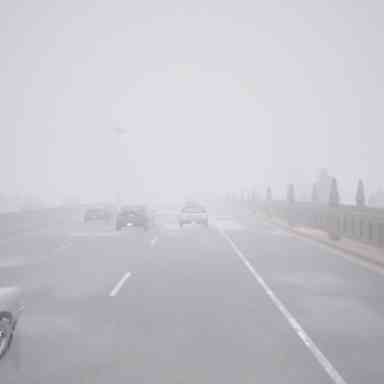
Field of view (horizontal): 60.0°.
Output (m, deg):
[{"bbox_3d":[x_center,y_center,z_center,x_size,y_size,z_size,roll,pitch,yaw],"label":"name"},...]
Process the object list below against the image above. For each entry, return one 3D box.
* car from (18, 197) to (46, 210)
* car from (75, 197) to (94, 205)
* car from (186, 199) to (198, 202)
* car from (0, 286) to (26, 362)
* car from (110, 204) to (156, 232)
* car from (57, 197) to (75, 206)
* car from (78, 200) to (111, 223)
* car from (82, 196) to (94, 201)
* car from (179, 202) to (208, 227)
[{"bbox_3d":[-21.395,1.449,44.651,2.097,1.767,4.553,0,0,-4],"label":"car"},{"bbox_3d":[-14.527,1.630,46.700,1.812,1.442,4.674,0,0,-4],"label":"car"},{"bbox_3d":[-0.016,1.586,41.297,1.837,1.490,4.892,0,0,-1],"label":"car"},{"bbox_3d":[-3.400,1.602,2.812,1.895,1.301,4.718,0,0,0],"label":"car"},{"bbox_3d":[-3.405,1.530,20.536,1.837,1.490,4.892,0,0,0],"label":"car"},{"bbox_3d":[-18.439,1.476,50.611,2.097,1.767,4.553,0,0,-7],"label":"car"},{"bbox_3d":[-6.906,1.561,25.703,1.812,1.442,4.674,0,0,0],"label":"car"},{"bbox_3d":[-27.003,1.743,86.427,1.895,1.301,4.718,0,0,-30],"label":"car"},{"bbox_3d":[0.095,1.632,23.185,1.895,1.301,4.718,0,0,0],"label":"car"}]
